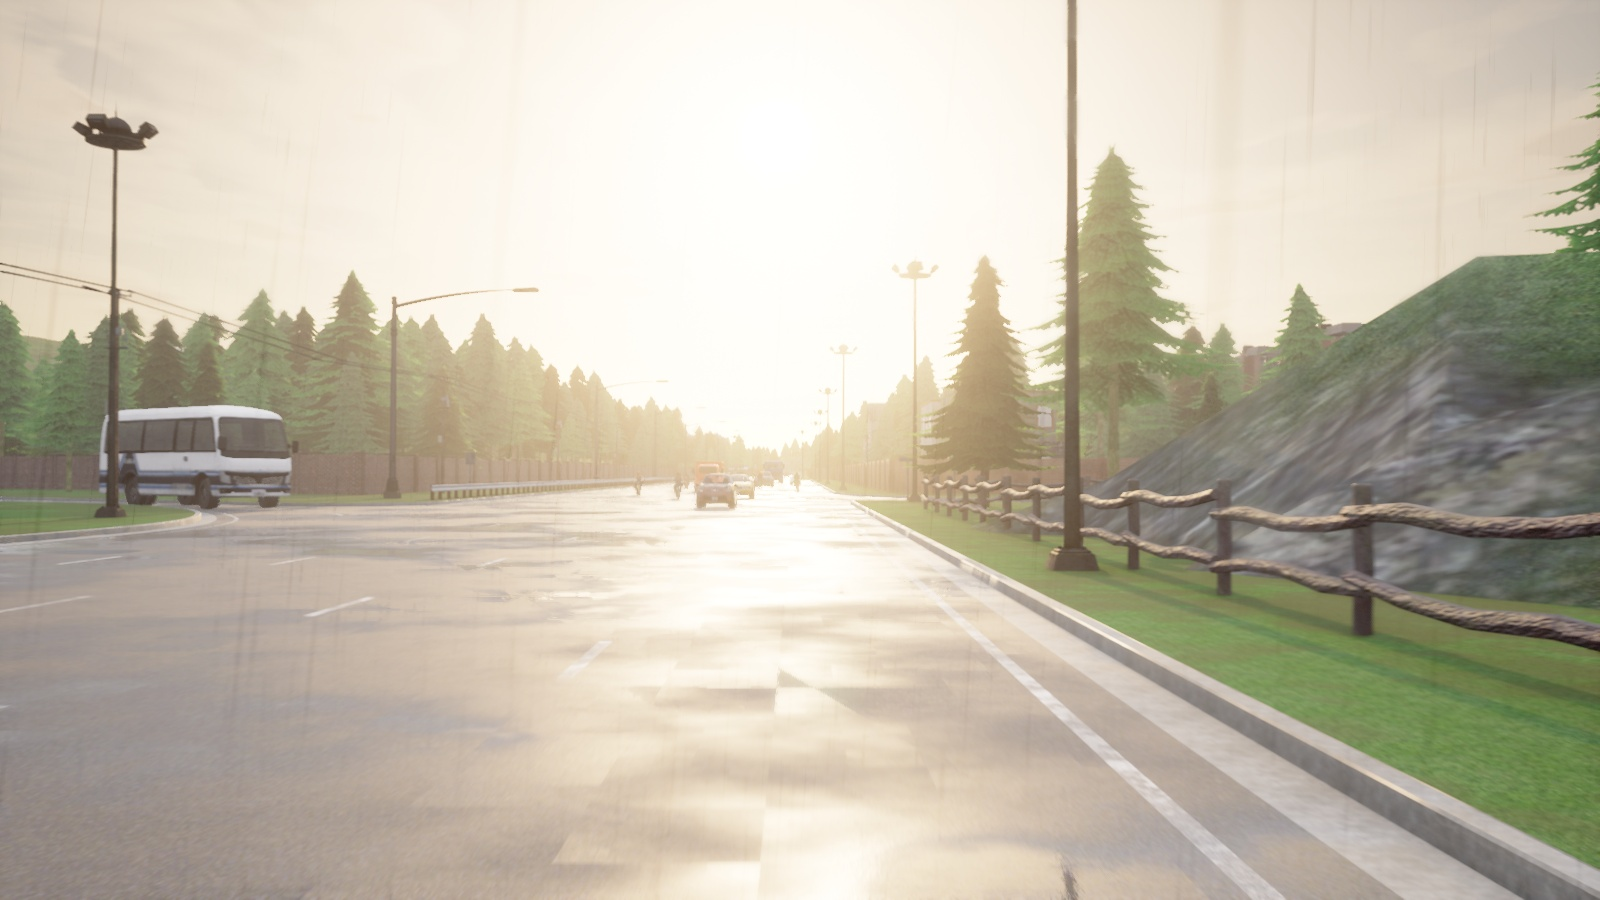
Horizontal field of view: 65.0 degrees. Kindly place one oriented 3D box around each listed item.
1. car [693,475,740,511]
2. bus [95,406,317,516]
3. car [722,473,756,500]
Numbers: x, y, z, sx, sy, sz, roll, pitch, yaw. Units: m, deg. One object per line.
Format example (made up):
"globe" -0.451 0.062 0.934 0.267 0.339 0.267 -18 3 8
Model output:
"car" -3.636 1.870 55.311 1.845 1.501 3.633 0 -1 0
"bus" -25.353 0.529 53.337 10.273 4.253 3.944 -1 -2 35
"car" -3.688 2.187 76.638 1.801 1.575 5.366 0 -1 0
